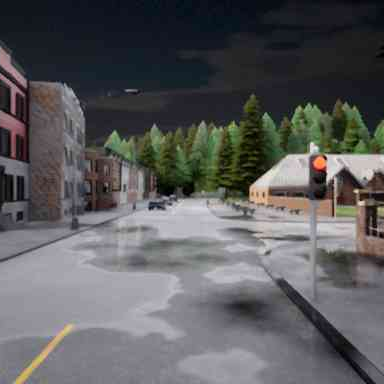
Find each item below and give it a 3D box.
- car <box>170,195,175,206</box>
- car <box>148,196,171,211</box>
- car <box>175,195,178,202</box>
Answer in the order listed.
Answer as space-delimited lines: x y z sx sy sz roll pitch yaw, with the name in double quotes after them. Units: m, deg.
-4.057 1.390 50.251 1.812 1.442 4.674 0 1 0 "car"
-4.066 1.438 39.876 2.033 1.411 5.357 0 0 0 "car"
-3.926 1.344 68.159 1.812 1.442 4.674 0 0 0 "car"
